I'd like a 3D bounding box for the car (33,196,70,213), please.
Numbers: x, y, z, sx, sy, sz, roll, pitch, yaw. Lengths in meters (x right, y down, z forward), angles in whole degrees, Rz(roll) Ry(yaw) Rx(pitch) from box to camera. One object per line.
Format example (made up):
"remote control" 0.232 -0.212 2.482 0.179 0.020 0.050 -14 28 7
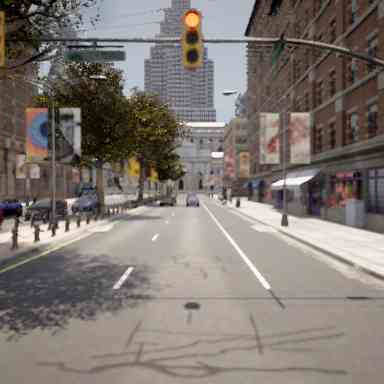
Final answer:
"car" -14.992 1.270 35.740 1.882 1.535 5.008 0 0 0

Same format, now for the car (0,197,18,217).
"car" -14.994 1.203 25.639 2.097 1.767 4.553 0 0 0

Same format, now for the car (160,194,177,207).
"car" -3.489 1.277 46.659 2.033 1.411 5.357 0 0 0

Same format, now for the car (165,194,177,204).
"car" -3.487 1.179 56.144 1.837 1.490 4.892 0 0 0

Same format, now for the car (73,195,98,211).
"car" -11.492 1.140 36.543 2.097 1.767 4.553 0 0 0

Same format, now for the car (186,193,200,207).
"car" 0.114 1.276 46.735 2.033 1.411 5.357 0 0 0

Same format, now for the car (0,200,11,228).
"car" -11.565 1.380 16.757 1.882 1.535 5.008 0 0 0

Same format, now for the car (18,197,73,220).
"car" -11.494 1.351 26.554 1.837 1.490 4.892 0 0 0

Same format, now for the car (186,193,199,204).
"car" 0.013 1.026 56.225 2.097 1.767 4.553 0 0 0
